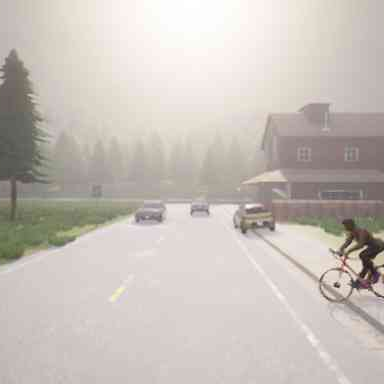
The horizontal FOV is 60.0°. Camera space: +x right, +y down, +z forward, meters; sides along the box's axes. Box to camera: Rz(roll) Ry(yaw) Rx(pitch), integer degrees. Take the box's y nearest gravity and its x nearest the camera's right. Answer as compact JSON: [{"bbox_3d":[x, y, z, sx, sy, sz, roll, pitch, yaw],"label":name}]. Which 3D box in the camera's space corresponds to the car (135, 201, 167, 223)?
[{"bbox_3d":[-2.946,1.429,24.617,1.837,1.490,4.892,0,0,1],"label":"car"}]

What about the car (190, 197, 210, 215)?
[{"bbox_3d":[0.795,1.398,32.225,2.033,1.411,5.357,0,0,2],"label":"car"}]

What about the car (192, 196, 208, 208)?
[{"bbox_3d":[1.097,1.338,45.435,2.033,1.411,5.357,0,0,2],"label":"car"}]

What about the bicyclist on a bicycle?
[{"bbox_3d":[3.258,1.313,6.461,1.656,1.620,0.582,-5,0,1],"label":"bicyclist on a bicycle"}]

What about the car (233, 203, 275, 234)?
[{"bbox_3d":[3.390,1.383,18.910,1.816,1.474,4.193,-5,1,-1],"label":"car"}]
